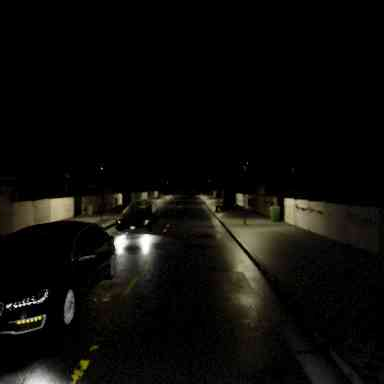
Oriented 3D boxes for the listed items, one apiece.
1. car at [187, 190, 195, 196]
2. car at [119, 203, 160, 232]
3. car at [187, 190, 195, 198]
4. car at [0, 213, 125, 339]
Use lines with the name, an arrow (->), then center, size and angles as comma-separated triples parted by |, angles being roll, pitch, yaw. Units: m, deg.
car -> -0.249, 0.301, 88.523 | 2.128, 1.511, 4.902 | 0, 1, 0
car -> -2.889, 1.315, 18.792 | 2.033, 1.411, 5.357 | 0, 1, 0
car -> -0.219, 0.577, 78.106 | 2.033, 1.411, 5.357 | 0, 1, 0
car -> -2.859, 1.426, 6.806 | 1.837, 1.490, 4.892 | 0, 1, 0
